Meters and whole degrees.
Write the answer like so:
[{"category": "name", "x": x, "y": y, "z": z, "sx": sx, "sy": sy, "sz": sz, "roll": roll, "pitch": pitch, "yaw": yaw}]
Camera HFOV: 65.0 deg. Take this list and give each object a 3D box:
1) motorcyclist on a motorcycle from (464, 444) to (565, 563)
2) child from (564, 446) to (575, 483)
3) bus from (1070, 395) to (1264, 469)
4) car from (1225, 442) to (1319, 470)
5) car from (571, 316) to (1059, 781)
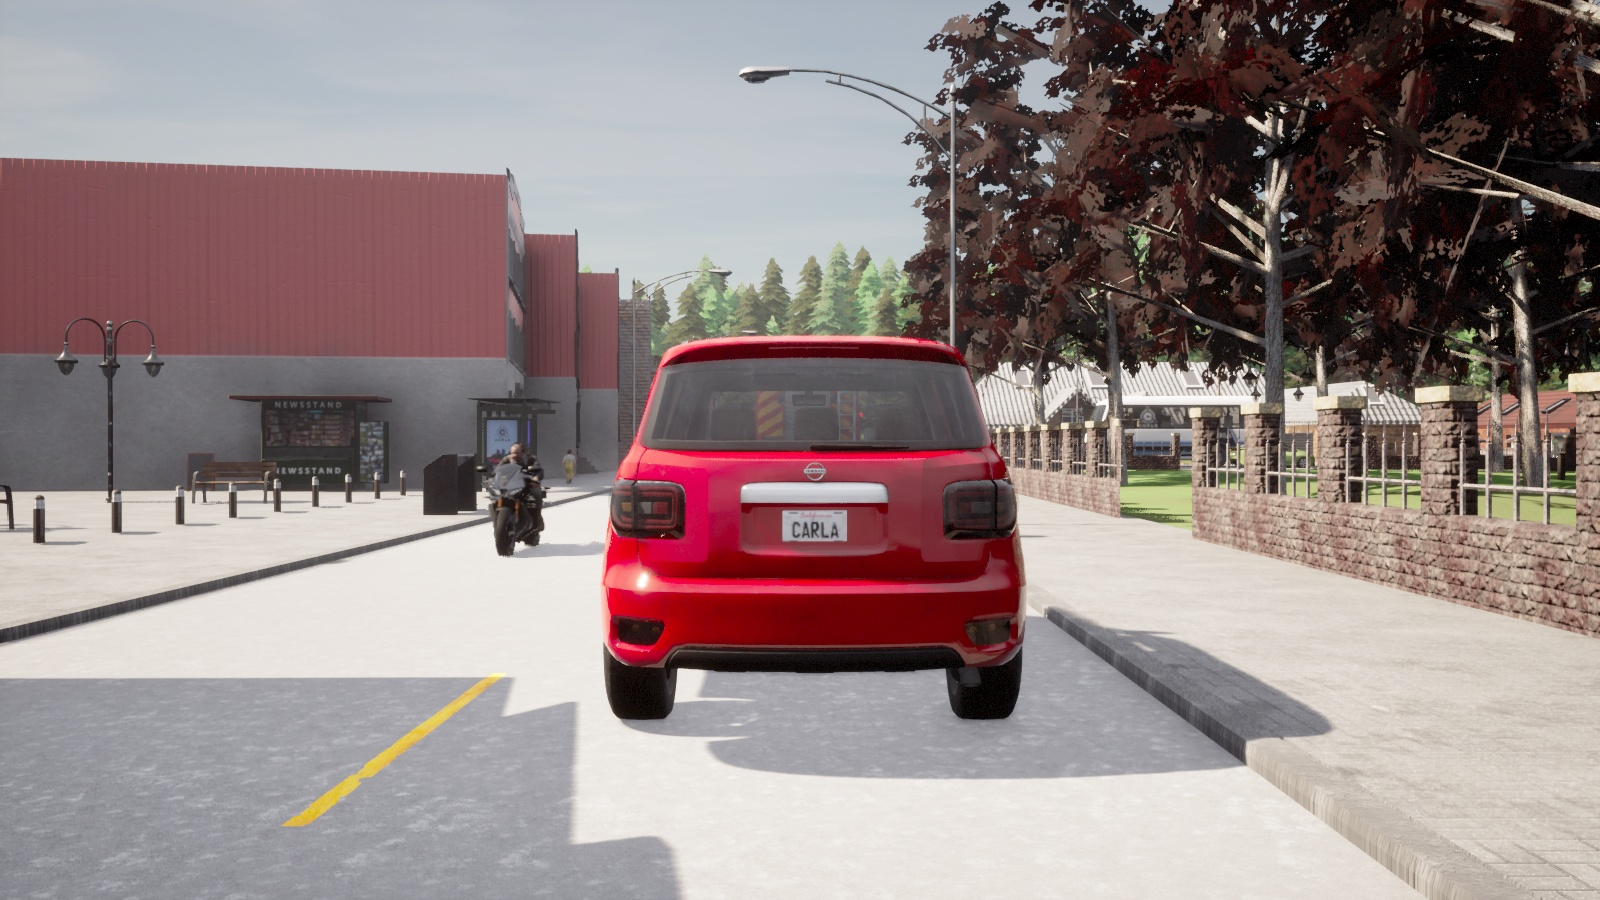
[{"category": "motorcyclist on a motorcycle", "x": -3.882, "y": 0.681, "z": 17.261, "sx": 0.866, "sy": 1.530, "sz": 2.191, "roll": 0, "pitch": 0, "yaw": 0}, {"category": "child", "x": -7.905, "y": 0.487, "z": 43.047, "sx": 0.270, "sy": 1.263, "sz": 0.437, "roll": 0, "pitch": 0, "yaw": 0}, {"category": "bus", "x": 21.515, "y": -1.031, "z": 74.190, "sx": 10.273, "sy": 4.253, "sz": 3.944, "roll": 0, "pitch": 0, "yaw": 0}, {"category": "car", "x": 26.317, "y": 0.319, "z": 70.087, "sx": 4.514, "sy": 1.525, "sz": 2.007, "roll": 0, "pitch": 0, "yaw": -1}, {"category": "car", "x": 0.065, "y": 0.419, "z": 8.312, "sx": 2.150, "sy": 2.045, "sz": 5.566, "roll": 0, "pitch": 0, "yaw": 0}]
